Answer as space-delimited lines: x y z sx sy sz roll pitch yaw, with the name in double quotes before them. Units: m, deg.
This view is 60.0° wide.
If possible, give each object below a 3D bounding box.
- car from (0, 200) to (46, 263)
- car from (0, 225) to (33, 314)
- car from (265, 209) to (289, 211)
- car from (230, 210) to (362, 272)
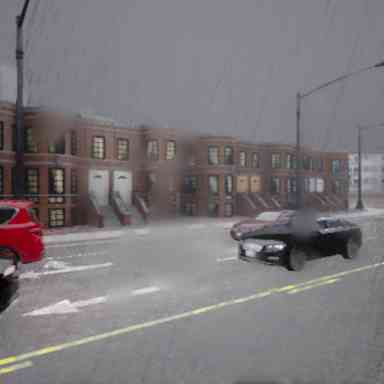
"car" -6.512 1.233 7.942 5.566 2.045 2.150 0 0 -36
"car" -5.131 1.499 4.627 4.902 1.511 2.128 0 0 -36
"car" 3.883 1.532 15.355 4.674 1.442 1.812 0 0 -36
"car" 3.659 1.496 10.898 4.902 1.511 2.128 0 0 -35
